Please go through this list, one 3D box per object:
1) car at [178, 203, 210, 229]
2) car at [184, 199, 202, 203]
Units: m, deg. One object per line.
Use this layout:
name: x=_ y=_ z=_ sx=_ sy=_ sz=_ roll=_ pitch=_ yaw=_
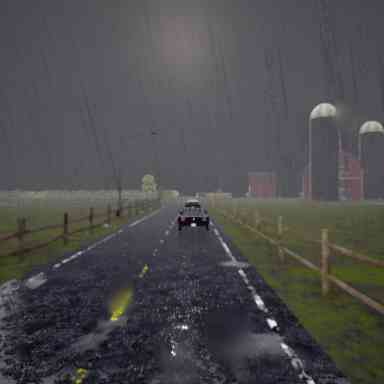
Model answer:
car: x=0.096 y=1.621 z=21.495 sx=1.895 sy=1.301 sz=4.718 roll=0 pitch=0 yaw=0
car: x=0.094 y=1.540 z=38.695 sx=1.882 sy=1.535 sz=5.008 roll=0 pitch=0 yaw=0
